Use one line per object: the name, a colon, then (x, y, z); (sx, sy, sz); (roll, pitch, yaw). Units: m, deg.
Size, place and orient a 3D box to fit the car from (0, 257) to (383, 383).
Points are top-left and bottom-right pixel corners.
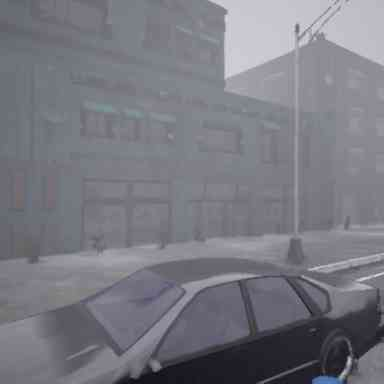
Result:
car: (0.084, 1.559, 3.864); (5.357, 1.411, 2.033); (0, 0, -32)
